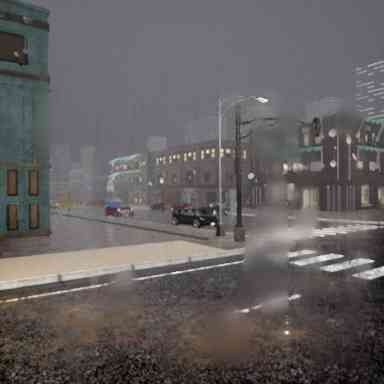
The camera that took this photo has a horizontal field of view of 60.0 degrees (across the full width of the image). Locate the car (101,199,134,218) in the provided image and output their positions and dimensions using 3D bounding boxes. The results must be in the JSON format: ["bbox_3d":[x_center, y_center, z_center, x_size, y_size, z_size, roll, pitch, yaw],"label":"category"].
[{"bbox_3d":[-7.787,1.841,35.533,1.967,1.590,4.097,-2,0,-35],"label":"car"}]

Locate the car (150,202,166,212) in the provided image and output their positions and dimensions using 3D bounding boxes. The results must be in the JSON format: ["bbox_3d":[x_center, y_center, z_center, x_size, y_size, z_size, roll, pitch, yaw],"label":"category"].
[{"bbox_3d":[-4.143,1.957,44.894,1.802,1.307,4.206,-2,0,-35],"label":"car"}]

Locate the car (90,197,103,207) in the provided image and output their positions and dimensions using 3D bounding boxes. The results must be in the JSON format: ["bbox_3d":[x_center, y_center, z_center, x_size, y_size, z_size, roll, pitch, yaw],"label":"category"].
[{"bbox_3d":[-16.942,1.931,62.965,2.192,1.841,5.009,-1,0,-35],"label":"car"}]

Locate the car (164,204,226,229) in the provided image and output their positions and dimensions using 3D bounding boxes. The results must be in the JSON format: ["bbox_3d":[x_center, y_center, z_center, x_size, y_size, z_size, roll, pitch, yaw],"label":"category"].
[{"bbox_3d":[0.134,1.809,24.137,1.947,1.339,4.313,-2,0,-35],"label":"car"}]

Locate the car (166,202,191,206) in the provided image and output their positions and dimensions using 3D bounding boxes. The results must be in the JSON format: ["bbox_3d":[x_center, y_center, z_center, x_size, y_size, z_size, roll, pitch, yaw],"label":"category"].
[{"bbox_3d":[-0.945,1.895,40.377,1.802,1.307,4.206,-2,0,-35],"label":"car"}]

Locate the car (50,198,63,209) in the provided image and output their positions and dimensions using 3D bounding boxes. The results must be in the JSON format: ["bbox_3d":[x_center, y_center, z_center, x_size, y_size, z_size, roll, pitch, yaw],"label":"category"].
[{"bbox_3d":[-23.677,2.227,57.983,1.752,1.417,4.829,-1,0,-35],"label":"car"}]

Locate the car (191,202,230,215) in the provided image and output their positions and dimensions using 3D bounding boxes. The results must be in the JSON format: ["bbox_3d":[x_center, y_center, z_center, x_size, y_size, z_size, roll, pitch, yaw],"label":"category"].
[{"bbox_3d":[2.252,1.801,35.859,2.008,1.369,4.403,-2,0,-35],"label":"car"}]

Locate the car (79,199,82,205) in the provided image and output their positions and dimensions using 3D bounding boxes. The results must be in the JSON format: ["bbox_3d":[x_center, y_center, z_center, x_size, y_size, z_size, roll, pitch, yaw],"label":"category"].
[{"bbox_3d":[-26.530,2.355,76.519,1.947,1.339,4.313,-1,0,-35],"label":"car"}]

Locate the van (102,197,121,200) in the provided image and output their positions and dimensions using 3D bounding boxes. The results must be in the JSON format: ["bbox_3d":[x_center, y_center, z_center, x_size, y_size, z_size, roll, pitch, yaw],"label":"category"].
[{"bbox_3d":[-13.743,1.898,58.447,1.690,1.788,3.998,-1,0,-35],"label":"van"}]

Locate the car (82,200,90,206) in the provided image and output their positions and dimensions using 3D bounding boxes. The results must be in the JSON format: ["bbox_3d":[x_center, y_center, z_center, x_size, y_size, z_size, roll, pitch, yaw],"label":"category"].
[{"bbox_3d":[-20.134,2.219,67.483,1.887,1.381,4.507,-1,0,-35],"label":"car"}]
